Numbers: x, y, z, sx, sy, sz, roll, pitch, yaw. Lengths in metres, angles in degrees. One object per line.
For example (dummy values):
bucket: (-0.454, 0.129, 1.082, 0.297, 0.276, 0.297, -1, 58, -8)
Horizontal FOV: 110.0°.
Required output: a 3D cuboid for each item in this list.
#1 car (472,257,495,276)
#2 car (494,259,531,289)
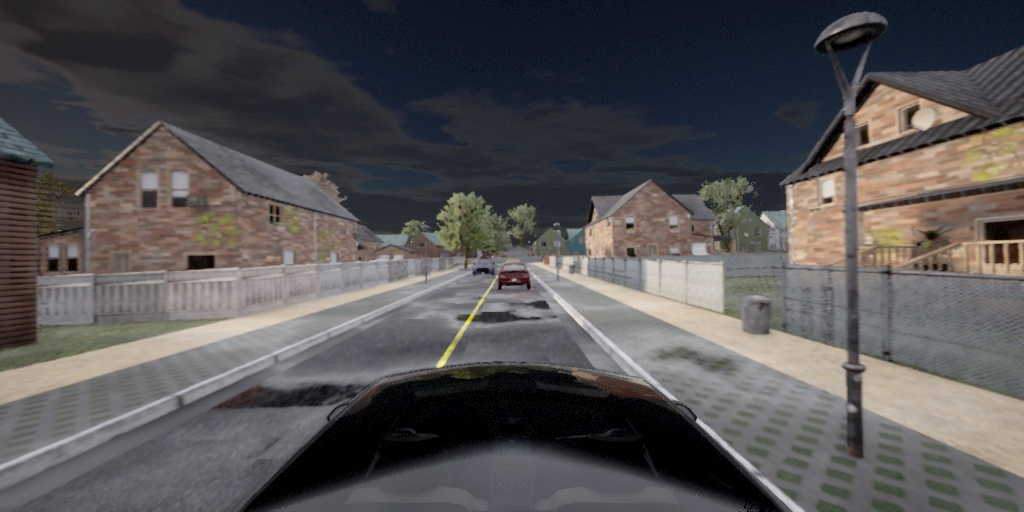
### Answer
car: (-2.699, 1.007, 35.347, 2.097, 1.767, 4.553, -1, 0, 0)
car: (0.136, 1.135, 22.123, 1.882, 1.535, 5.008, -1, 0, 0)
